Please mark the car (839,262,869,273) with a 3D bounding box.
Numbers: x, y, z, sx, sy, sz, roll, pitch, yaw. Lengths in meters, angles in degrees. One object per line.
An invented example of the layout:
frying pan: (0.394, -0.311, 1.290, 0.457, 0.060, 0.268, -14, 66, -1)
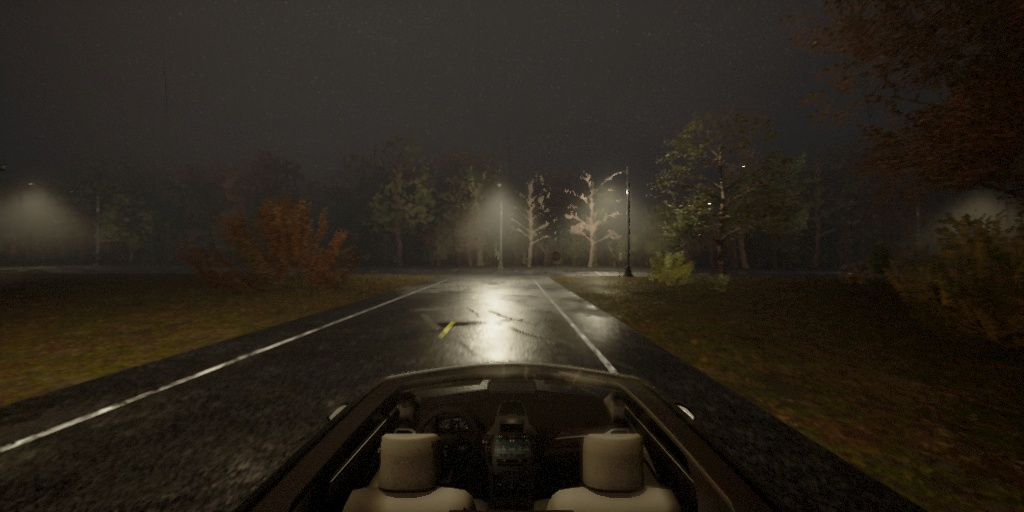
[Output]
car: (44.749, 1.436, 45.934, 4.674, 1.442, 1.812, -1, 0, 0)
